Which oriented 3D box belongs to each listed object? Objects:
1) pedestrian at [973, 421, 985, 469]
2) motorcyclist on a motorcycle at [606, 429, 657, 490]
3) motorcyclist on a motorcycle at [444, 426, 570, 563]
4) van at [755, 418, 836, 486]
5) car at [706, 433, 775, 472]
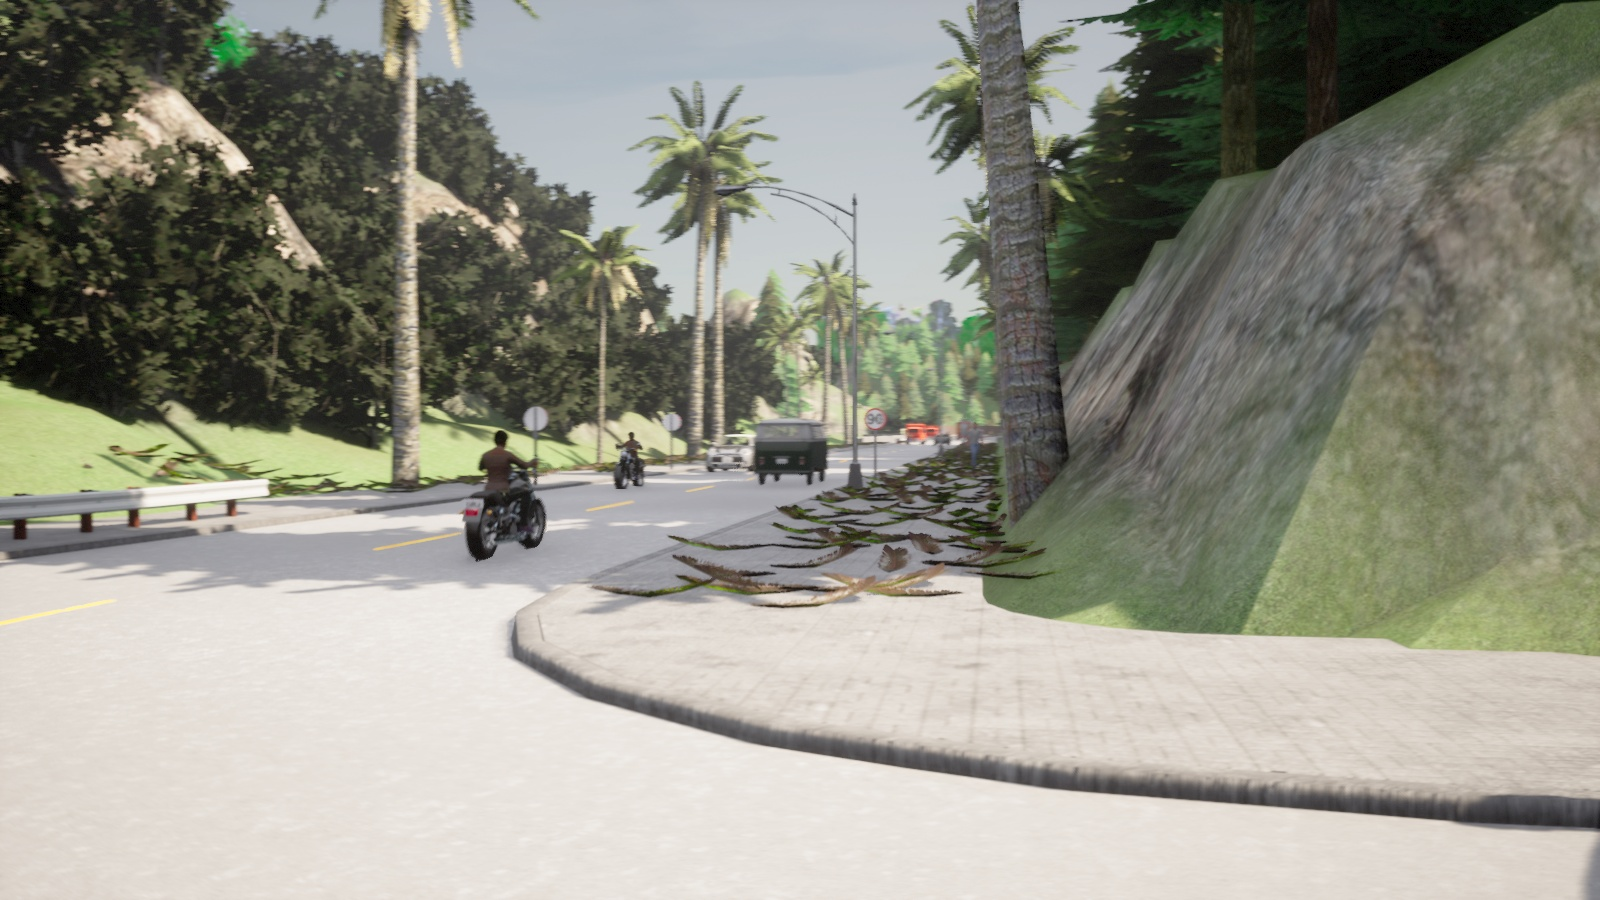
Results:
[{"bbox_3d":[6.875,-0.194,48.259,0.354,1.836,0.706,0,1,-2],"label":"pedestrian"},{"bbox_3d":[-4.703,0.248,35.232,0.766,1.649,2.350,0,1,9],"label":"motorcyclist on a motorcycle"},{"bbox_3d":[-3.768,0.524,16.370,0.766,1.649,2.350,0,1,9],"label":"motorcyclist on a motorcycle"},{"bbox_3d":[-0.070,0.022,38.764,1.775,1.987,4.442,0,1,9],"label":"van"},{"bbox_3d":[-2.323,0.067,49.702,1.970,1.475,3.806,0,1,9],"label":"car"}]
